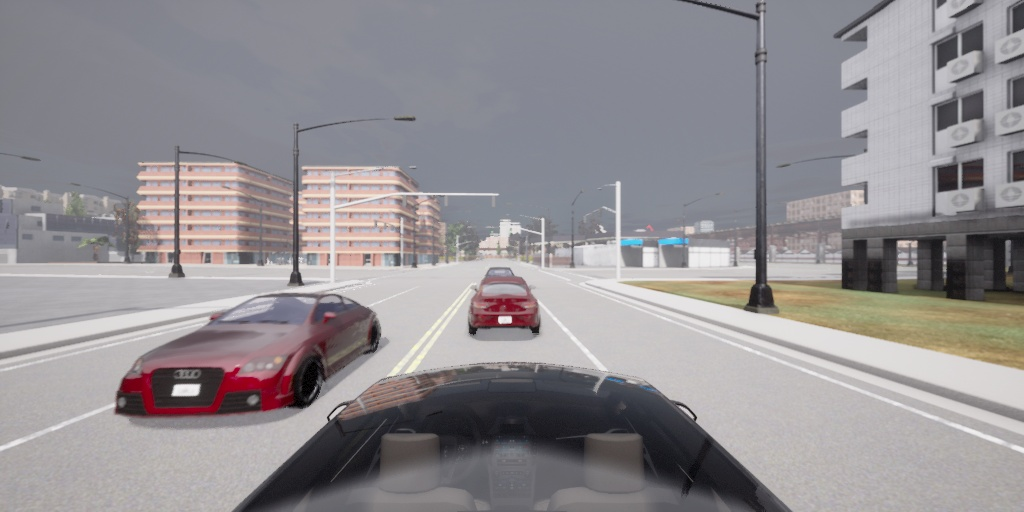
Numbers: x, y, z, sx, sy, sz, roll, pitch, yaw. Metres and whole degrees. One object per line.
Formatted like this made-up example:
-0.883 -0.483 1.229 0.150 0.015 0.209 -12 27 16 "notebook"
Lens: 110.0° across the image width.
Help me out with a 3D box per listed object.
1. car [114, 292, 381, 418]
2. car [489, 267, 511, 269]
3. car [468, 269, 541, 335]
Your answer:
-3.733 1.322 6.010 1.994 1.385 4.181 0 0 -2 "car"
-0.688 1.331 20.582 2.033 1.411 5.357 0 0 -2 "car"
-0.250 1.291 10.507 1.812 1.442 4.674 0 0 -2 "car"
